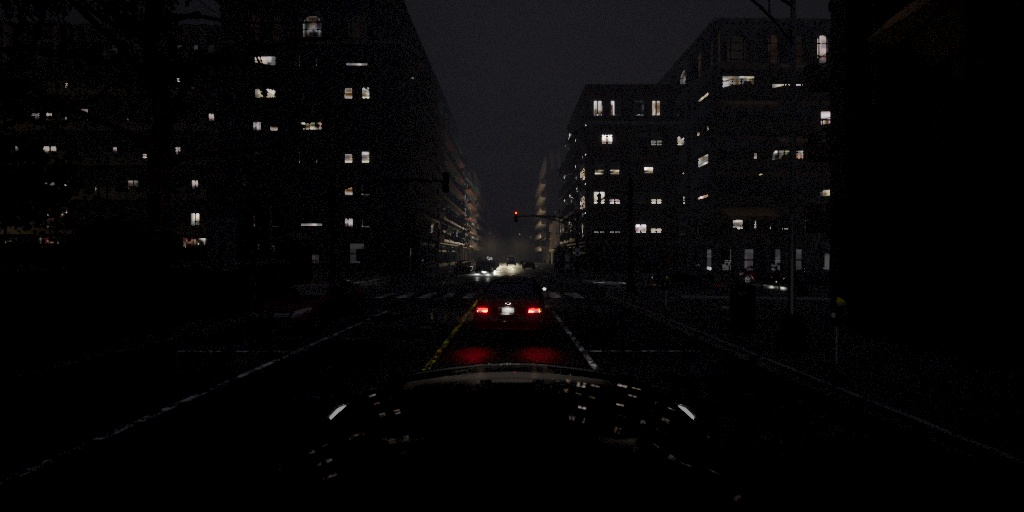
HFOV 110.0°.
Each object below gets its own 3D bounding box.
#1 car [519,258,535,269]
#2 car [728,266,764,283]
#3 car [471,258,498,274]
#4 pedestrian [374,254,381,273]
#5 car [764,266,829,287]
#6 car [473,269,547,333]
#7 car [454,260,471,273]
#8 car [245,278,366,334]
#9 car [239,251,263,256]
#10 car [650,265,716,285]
[{"bbox_3d":[2.556,1.299,54.252,2.007,1.370,4.403,0,0,0],"label":"car"},{"bbox_3d":[21.305,1.571,31.465,4.097,1.591,1.967,0,0,-1],"label":"car"},{"bbox_3d":[-3.191,1.296,42.441,2.033,1.411,5.357,0,0,2],"label":"car"},{"bbox_3d":[-12.794,0.652,33.932,0.375,1.860,0.375,0,-1,-1],"label":"pedestrian"},{"bbox_3d":[23.976,1.740,28.942,5.357,1.411,2.033,1,0,-1],"label":"car"},{"bbox_3d":[0.056,1.297,10.759,2.033,1.411,5.357,0,0,3],"label":"car"},{"bbox_3d":[-5.794,1.188,42.958,1.967,1.591,4.097,0,0,0],"label":"car"},{"bbox_3d":[-5.710,1.331,10.547,1.802,1.307,4.207,0,0,0],"label":"car"},{"bbox_3d":[-17.597,0.694,25.126,5.566,2.045,2.150,1,0,-1],"label":"car"},{"bbox_3d":[13.700,1.502,28.790,4.902,1.511,2.128,1,0,-1],"label":"car"}]
